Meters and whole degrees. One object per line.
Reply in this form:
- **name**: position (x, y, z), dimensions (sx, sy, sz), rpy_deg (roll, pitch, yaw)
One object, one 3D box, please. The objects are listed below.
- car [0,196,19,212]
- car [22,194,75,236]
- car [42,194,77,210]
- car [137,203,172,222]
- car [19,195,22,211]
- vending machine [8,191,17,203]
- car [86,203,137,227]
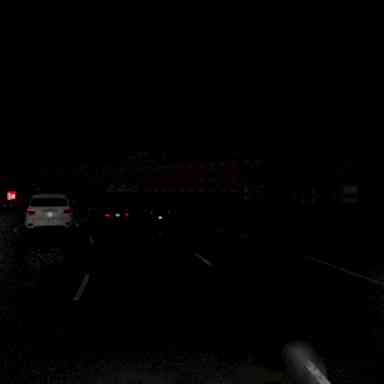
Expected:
- **car**: position (-20.316, 1.360, 34.392), dimensions (5.357, 1.411, 2.033), rpy_deg (0, 0, 40)
- **car**: position (-7.877, 1.122, 18.243), dimensions (2.150, 2.045, 5.566), rpy_deg (0, 0, -25)
- **car**: position (-15.852, 1.140, 39.724), dimensions (4.553, 1.767, 2.097), rpy_deg (1, 1, 44)
- **car**: position (-3.290, 1.464, 24.960), dimensions (1.895, 1.301, 4.718), rpy_deg (0, 0, -29)
- **car**: position (-19.319, 1.149, 38.173), dimensions (4.553, 1.767, 2.097), rpy_deg (1, 1, 40)
- **vending machine**: position (-31.354, 0.881, 58.124), dimensions (0.880, 2.100, 1.100), rpy_deg (0, 0, 40)
- **car**: position (-5.668, 1.427, 22.128), dimensions (2.033, 1.411, 5.357), rpy_deg (0, 0, -28)
